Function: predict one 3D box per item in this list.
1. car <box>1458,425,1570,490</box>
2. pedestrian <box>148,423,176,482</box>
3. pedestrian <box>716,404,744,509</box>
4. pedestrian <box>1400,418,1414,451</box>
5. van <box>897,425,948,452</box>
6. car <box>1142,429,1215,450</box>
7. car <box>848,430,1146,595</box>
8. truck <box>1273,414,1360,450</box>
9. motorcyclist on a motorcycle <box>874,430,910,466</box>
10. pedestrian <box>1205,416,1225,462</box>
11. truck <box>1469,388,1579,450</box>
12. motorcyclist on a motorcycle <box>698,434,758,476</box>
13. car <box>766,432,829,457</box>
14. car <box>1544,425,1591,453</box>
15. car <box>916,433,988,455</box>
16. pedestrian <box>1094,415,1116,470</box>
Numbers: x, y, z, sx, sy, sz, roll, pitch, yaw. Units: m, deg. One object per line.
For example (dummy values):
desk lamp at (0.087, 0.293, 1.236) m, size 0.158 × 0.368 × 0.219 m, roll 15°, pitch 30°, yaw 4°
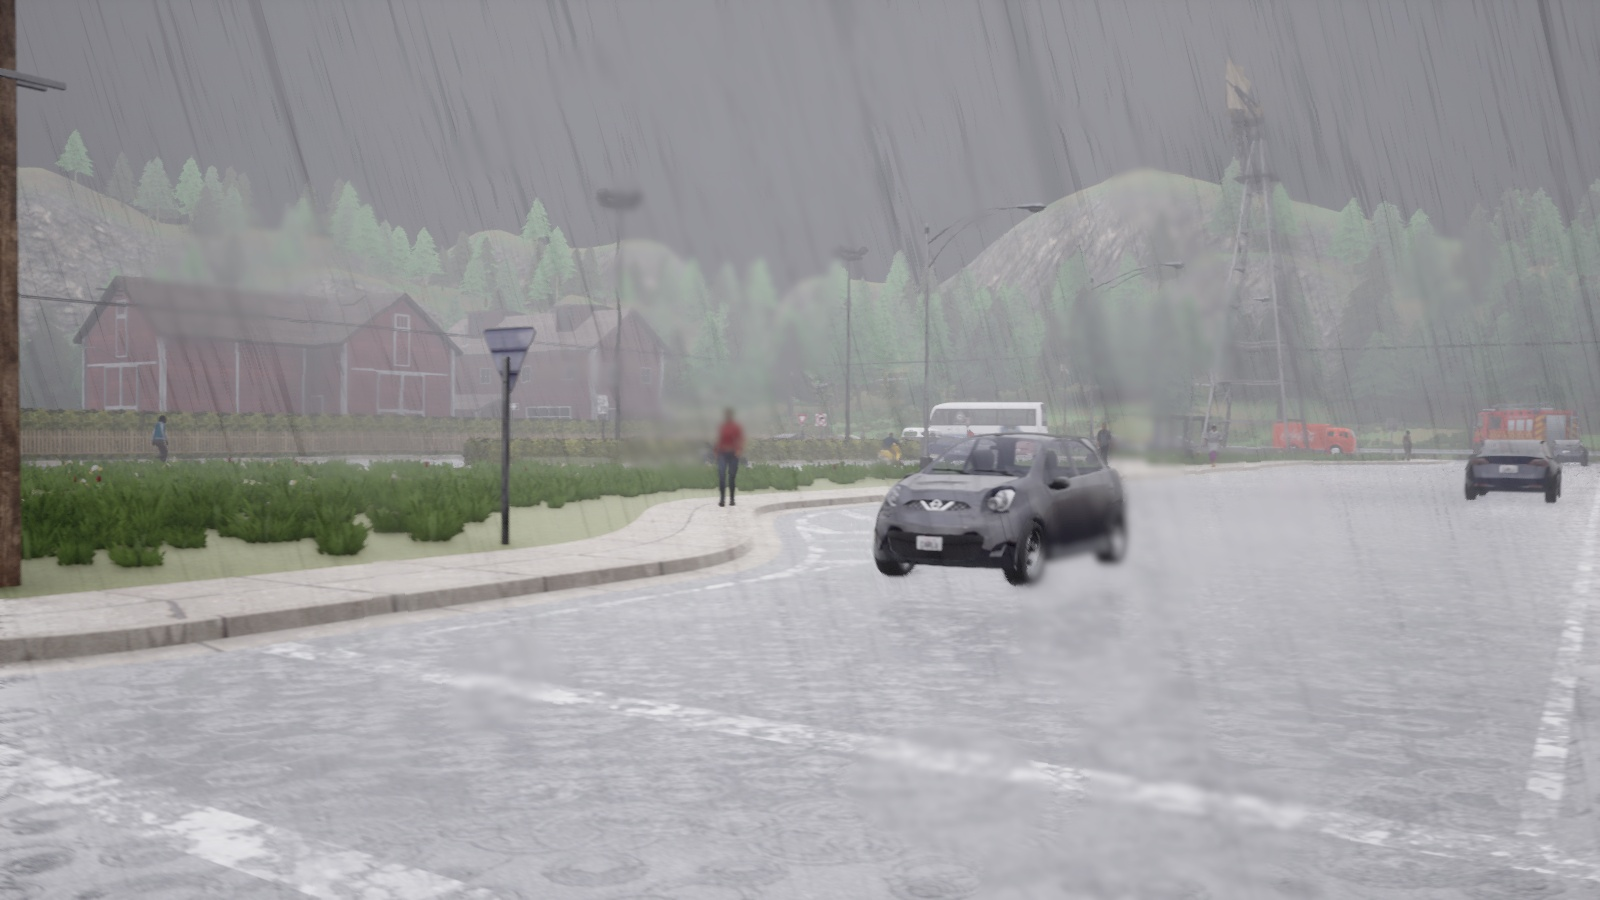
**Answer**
car at (17.902, 0.144, 31.379) m, size 2.163 × 1.488 × 4.792 m, roll 0°, pitch 1°, yaw 33°
pedestrian at (-20.960, 0.077, 41.238) m, size 0.396 × 1.930 × 0.692 m, roll 0°, pitch 1°, yaw 45°
pedestrian at (-1.239, 0.114, 22.299) m, size 0.331 × 1.846 × 0.636 m, roll 0°, pitch 1°, yaw 9°
pedestrian at (35.649, -0.926, 73.726) m, size 0.692 × 1.930 × 0.396 m, roll -1°, pitch 1°, yaw -29°
van at (9.553, -0.891, 97.526) m, size 2.069 × 2.038 × 4.480 m, roll 0°, pitch 1°, yaw 33°
car at (28.207, -0.758, 93.587) m, size 4.792 × 1.488 × 2.163 m, roll 0°, pitch 1°, yaw 34°
car at (2.248, 0.549, 13.519) m, size 1.845 × 1.501 × 3.633 m, roll 0°, pitch 1°, yaw 33°
truck at (36.264, -1.259, 88.189) m, size 5.204 × 2.467 × 2.627 m, roll 0°, pitch 1°, yaw 34°
motorcyclist on a motorcycle at (4.255, -0.102, 58.121) m, size 0.866 × 1.590 × 1.817 m, roll 0°, pitch 1°, yaw 33°
pedestrian at (17.596, -0.476, 53.235) m, size 0.659 × 1.952 × 0.873 m, roll 0°, pitch 1°, yaw 30°
truck at (47.765, -1.993, 83.145) m, size 2.891 × 3.827 × 8.468 m, roll 0°, pitch 1°, yaw 4°
motorcyclist on a motorcycle at (-2.727, 0.181, 47.992) m, size 2.191 × 1.530 × 0.866 m, roll -1°, pitch 0°, yaw -41°
car at (-0.125, -0.380, 82.871) m, size 2.007 × 1.525 × 4.514 m, roll 0°, pitch 1°, yaw 33°
car at (43.787, -0.639, 71.606) m, size 2.163 × 1.488 × 4.792 m, roll 0°, pitch 1°, yaw 33°
car at (9.932, -0.401, 82.498) m, size 1.812 × 1.442 × 4.674 m, roll -1°, pitch 1°, yaw -41°
pedestrian at (10.430, -0.270, 42.873) m, size 0.540 × 1.848 × 0.694 m, roll 0°, pitch 1°, yaw 31°
